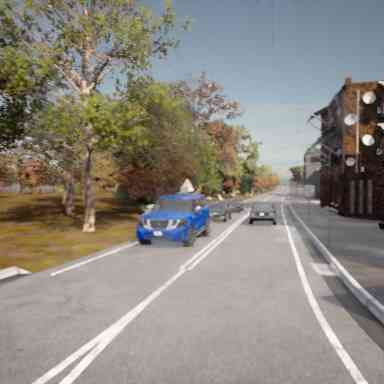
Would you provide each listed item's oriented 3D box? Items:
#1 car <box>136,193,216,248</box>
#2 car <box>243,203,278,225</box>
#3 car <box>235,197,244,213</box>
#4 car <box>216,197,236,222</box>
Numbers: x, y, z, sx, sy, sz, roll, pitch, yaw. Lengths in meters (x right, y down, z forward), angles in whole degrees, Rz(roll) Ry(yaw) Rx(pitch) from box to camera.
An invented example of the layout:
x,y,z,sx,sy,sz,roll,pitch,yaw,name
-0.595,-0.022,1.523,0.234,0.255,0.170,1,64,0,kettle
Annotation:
x,y,z,sx,sy,sz,roll,pitch,yaw,name
-0.594,1.125,15.151,2.150,2.045,5.566,1,2,14,car
5.156,1.487,24.016,2.033,1.411,5.357,0,0,14,car
4.405,1.322,34.981,1.837,1.490,4.892,1,1,15,car
1.997,1.412,25.519,1.837,1.490,4.892,0,0,14,car
